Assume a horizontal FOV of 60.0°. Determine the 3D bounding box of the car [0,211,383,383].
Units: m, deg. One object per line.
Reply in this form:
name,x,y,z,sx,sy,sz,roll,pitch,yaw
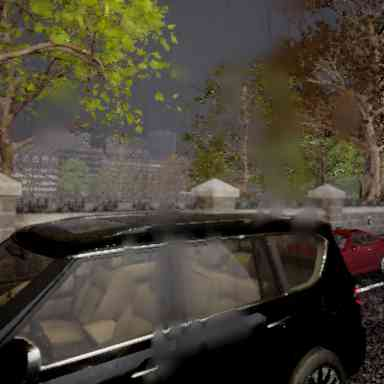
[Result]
car,-0.746,1.235,2.841,5.566,2.045,2.150,1,-1,-35
